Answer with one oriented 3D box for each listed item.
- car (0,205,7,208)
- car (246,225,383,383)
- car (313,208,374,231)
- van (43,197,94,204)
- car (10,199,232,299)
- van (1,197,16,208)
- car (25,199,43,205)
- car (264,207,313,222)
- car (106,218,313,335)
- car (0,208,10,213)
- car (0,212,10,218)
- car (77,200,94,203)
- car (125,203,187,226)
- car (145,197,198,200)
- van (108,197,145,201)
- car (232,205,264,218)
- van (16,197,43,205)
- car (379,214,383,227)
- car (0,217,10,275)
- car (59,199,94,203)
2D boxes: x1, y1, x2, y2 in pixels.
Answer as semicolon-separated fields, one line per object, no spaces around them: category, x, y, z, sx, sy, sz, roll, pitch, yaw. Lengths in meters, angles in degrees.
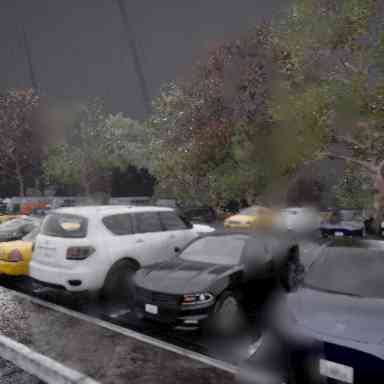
car;-12.874;1.672;17.082;1.946;1.575;5.366;0;0;36
car;3.041;1.629;5.720;2.163;1.488;4.792;0;0;36
car;8.485;1.630;17.931;2.163;1.488;4.792;0;0;36
van;-11.717;1.506;32.502;1.878;1.987;4.442;-1;0;36
car;-1.419;1.369;9.029;2.435;2.045;5.566;0;0;36
van;-18.459;1.607;37.387;1.878;1.987;4.442;-1;0;36
car;-13.902;1.763;34.229;2.097;1.535;5.008;-1;0;36
car;6.259;1.651;19.580;2.002;1.452;4.674;0;0;36
car;0.814;1.609;7.379;2.097;1.535;5.008;0;0;36
car;-8.283;1.648;13.749;1.946;1.575;5.366;0;0;36
car;-5.925;1.642;12.273;2.231;1.521;4.892;0;0;36
car;-7.271;1.712;29.443;2.163;1.488;4.792;0;0;36
car;-2.721;1.682;26.069;2.163;1.488;4.792;0;0;36
car;-0.448;1.391;24.488;2.435;2.045;5.566;0;0;36
van;-4.979;1.440;27.887;1.878;1.987;4.442;0;0;36
car;3.910;1.619;21.060;1.946;1.575;5.366;0;0;36
van;-16.080;1.572;35.948;1.878;1.987;4.442;-1;0;36
car;10.661;1.465;16.426;2.185;1.767;4.553;0;0;36
car;-3.573;1.627;10.787;1.946;1.575;5.366;0;0;36
car;-9.407;1.733;30.994;2.163;1.488;4.792;-1;0;36
